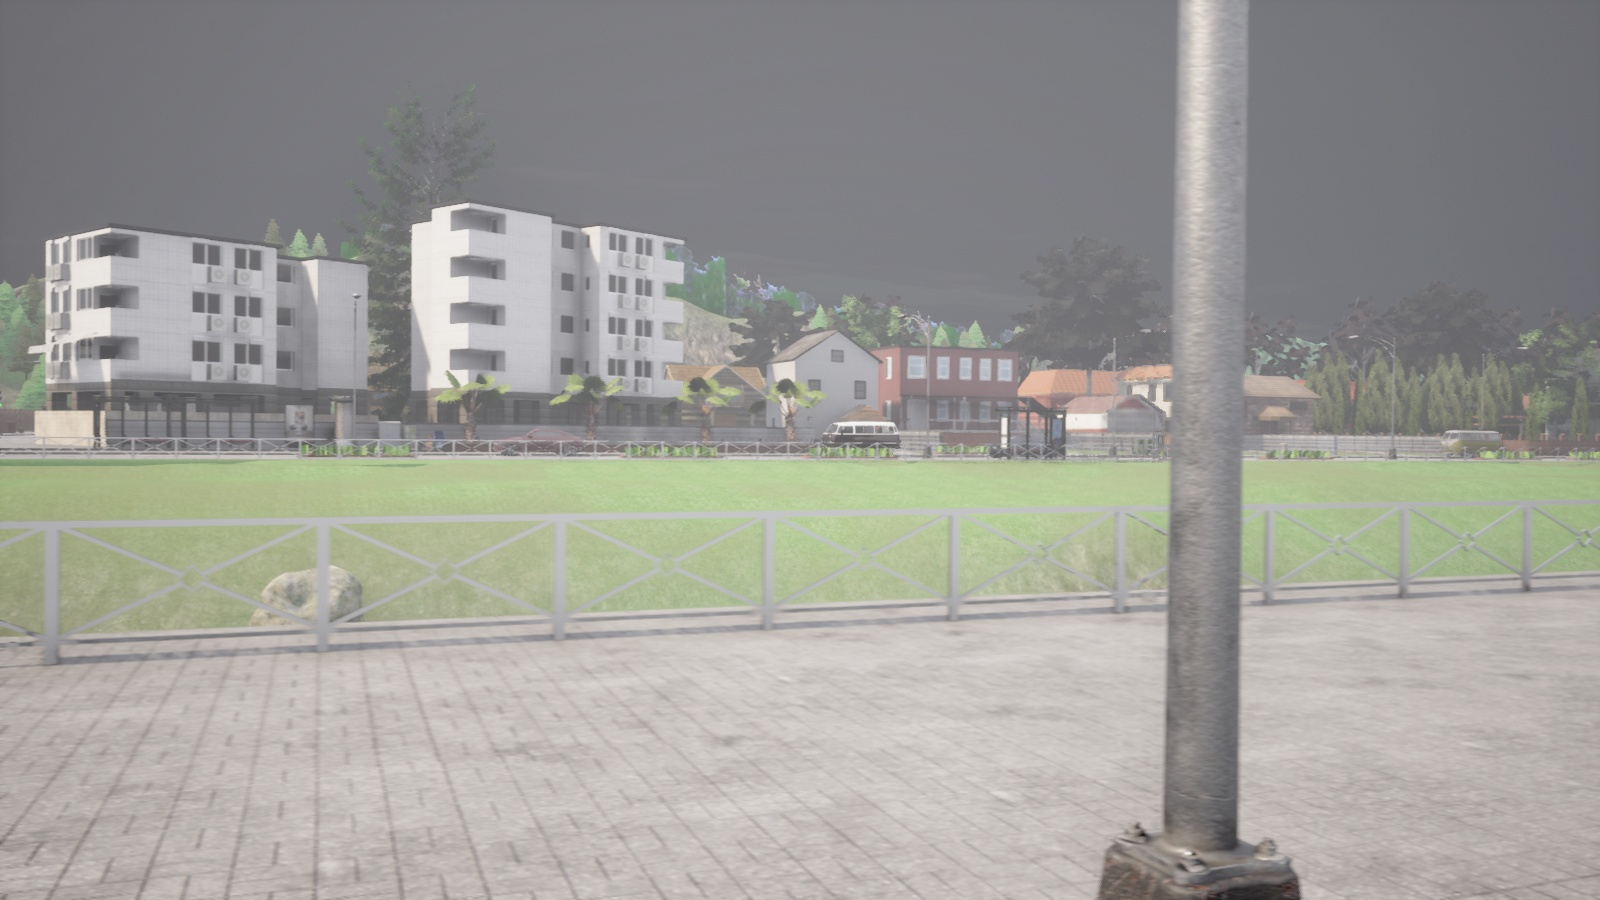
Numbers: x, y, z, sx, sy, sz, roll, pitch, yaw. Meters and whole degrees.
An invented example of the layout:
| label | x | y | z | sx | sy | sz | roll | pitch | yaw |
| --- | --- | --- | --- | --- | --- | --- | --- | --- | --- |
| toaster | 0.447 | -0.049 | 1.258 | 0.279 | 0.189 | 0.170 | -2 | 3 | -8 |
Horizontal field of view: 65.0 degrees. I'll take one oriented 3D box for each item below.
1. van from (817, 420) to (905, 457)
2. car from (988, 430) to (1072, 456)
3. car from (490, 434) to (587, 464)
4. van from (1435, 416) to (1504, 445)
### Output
| label | x | y | z | sx | sy | sz | roll | pitch | yaw |
| --- | --- | --- | --- | --- | --- | --- | --- | --- | --- |
| van | 3.431 | -0.672 | 71.082 | 4.480 | 2.038 | 2.069 | -1 | 1 | -21 |
| car | 12.879 | -0.423 | 70.392 | 4.181 | 1.385 | 1.994 | -1 | 1 | -21 |
| car | -13.469 | -0.083 | 64.674 | 4.674 | 1.442 | 1.812 | -1 | 1 | -21 |
| van | 46.658 | -1.377 | 87.483 | 4.442 | 1.987 | 1.775 | -1 | 1 | -21 |
